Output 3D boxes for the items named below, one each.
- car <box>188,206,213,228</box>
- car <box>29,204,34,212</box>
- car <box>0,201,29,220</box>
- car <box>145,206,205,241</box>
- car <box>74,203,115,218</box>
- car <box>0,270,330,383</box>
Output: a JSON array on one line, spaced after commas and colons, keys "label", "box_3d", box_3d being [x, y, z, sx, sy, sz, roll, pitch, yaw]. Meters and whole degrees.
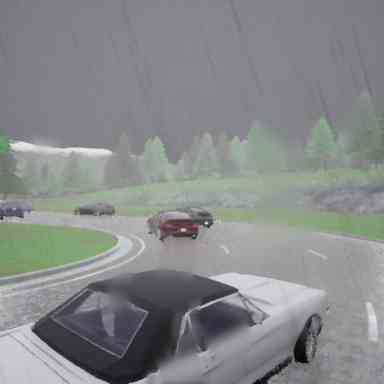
[{"label": "car", "box_3d": [-0.484, 1.797, 23.865, 1.837, 1.490, 4.892, 3, -2, -36]}, {"label": "car", "box_3d": [-22.574, 1.937, 43.120, 5.357, 1.411, 2.033, 0, -1, 37]}, {"label": "car", "box_3d": [-17.978, 1.626, 31.471, 4.553, 1.767, 2.097, 0, -1, 33]}, {"label": "car", "box_3d": [-1.211, 1.695, 18.223, 1.882, 1.535, 5.008, 2, -1, -19]}, {"label": "car", "box_3d": [-10.232, 1.858, 34.881, 4.902, 1.511, 2.128, 0, -1, 31]}, {"label": "car", "box_3d": [-0.092, 1.650, 3.979, 1.895, 1.301, 4.718, 0, -1, 43]}]
